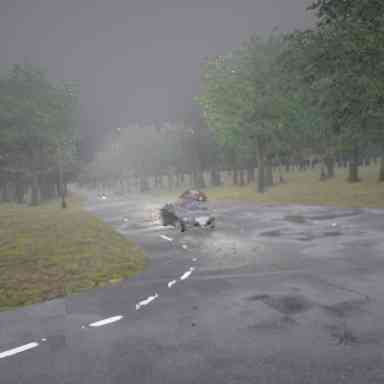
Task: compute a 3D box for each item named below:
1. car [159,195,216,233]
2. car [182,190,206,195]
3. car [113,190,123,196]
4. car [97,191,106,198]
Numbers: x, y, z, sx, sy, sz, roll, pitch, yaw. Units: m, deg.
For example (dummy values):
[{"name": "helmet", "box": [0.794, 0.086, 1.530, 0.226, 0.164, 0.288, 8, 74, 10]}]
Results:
[{"name": "car", "box": [-0.401, 1.182, 17.846, 2.128, 1.511, 4.902, -6, 2, -21]}, {"name": "car", "box": [0.031, 0.502, 35.787, 1.812, 1.442, 4.674, -6, 2, -21]}, {"name": "car", "box": [-18.334, 0.218, 82.444, 2.033, 1.411, 5.357, -6, 3, -21]}, {"name": "car", "box": [-22.551, 0.551, 82.820, 2.128, 1.511, 4.902, -6, 3, -17]}]
